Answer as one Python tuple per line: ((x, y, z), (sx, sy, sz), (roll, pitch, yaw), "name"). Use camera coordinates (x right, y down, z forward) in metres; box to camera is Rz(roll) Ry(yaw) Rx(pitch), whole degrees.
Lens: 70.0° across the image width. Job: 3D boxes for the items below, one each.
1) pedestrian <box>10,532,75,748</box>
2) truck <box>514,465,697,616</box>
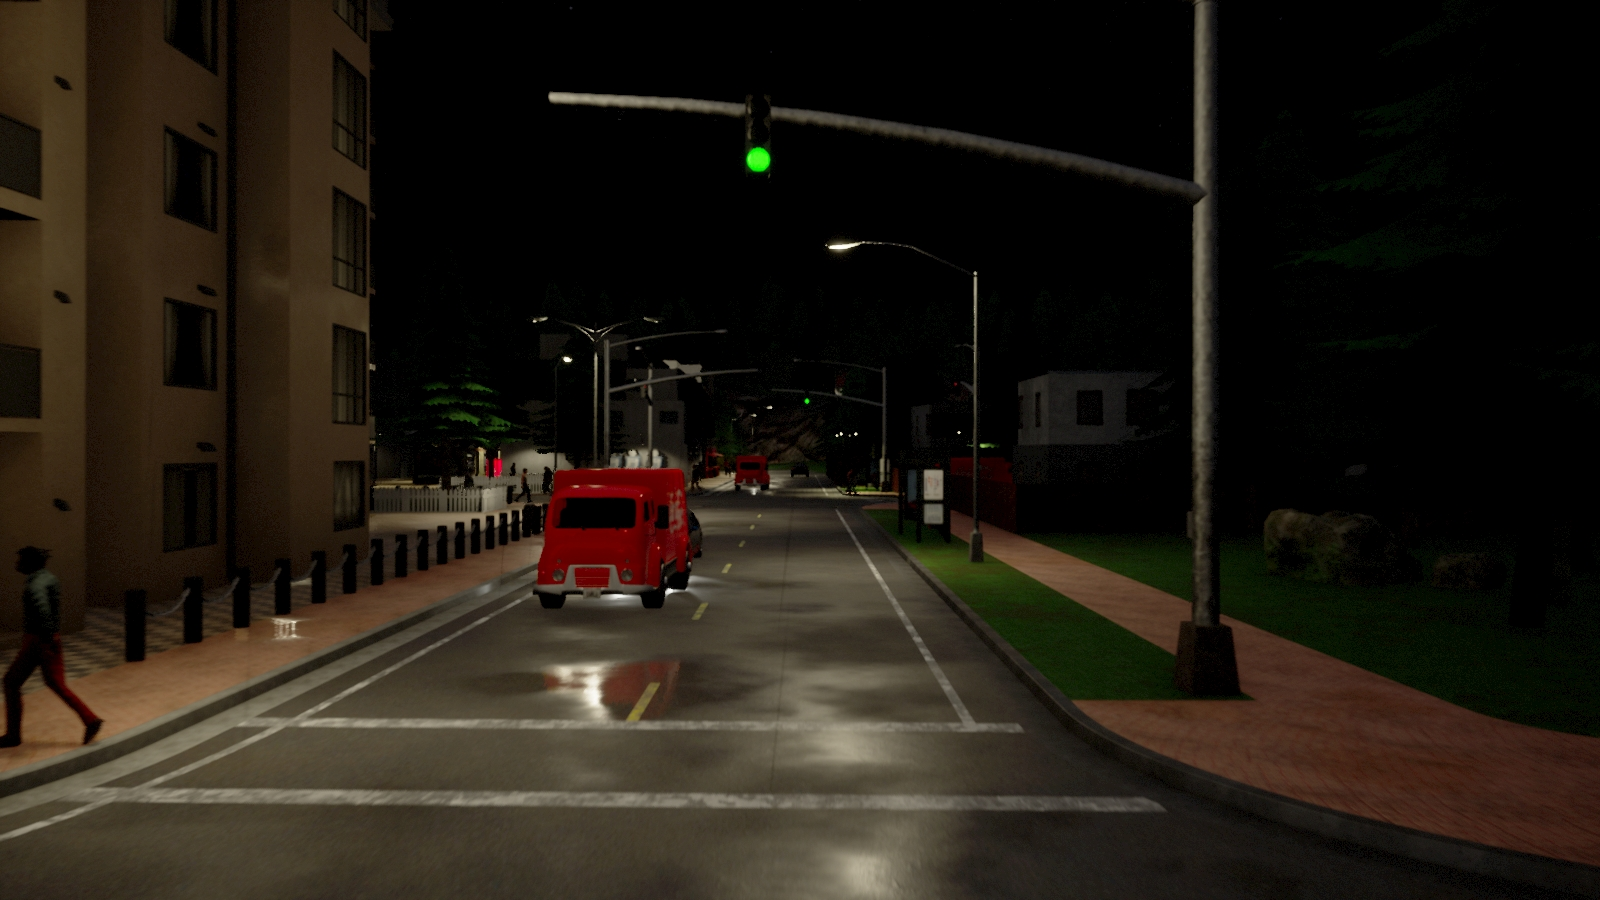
((-6.762, 1.676, 10.210), (0.375, 1.860, 0.375), (0, 0, -14), "pedestrian")
((-3.503, 1.560, 21.813), (2.627, 2.467, 5.204), (0, 0, 0), "truck")
